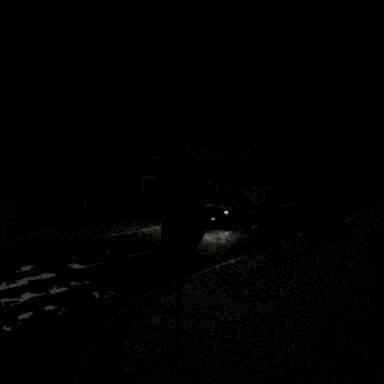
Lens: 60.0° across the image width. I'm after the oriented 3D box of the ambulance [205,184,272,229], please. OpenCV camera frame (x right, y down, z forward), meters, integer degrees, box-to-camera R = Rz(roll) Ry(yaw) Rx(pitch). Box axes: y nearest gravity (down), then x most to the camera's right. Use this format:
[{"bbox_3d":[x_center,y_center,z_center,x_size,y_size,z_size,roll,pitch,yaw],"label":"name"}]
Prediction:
[{"bbox_3d":[2.896,0.780,20.912,2.351,2.431,6.366,3,2,33],"label":"ambulance"}]
